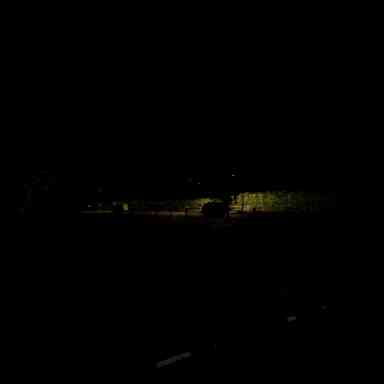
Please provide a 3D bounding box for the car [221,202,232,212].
[{"bbox_3d":[5.558,3.036,67.224,2.150,2.045,5.566,2,-3,-35],"label":"car"}]
